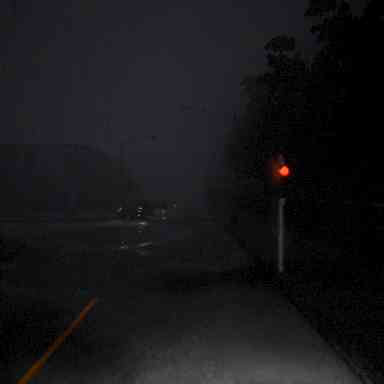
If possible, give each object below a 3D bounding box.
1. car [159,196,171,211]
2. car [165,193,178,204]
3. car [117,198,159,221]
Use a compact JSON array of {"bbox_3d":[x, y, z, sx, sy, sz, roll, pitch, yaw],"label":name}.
[{"bbox_3d":[-4.050,1.546,41.010,1.994,1.385,4.181,0,0,0],"label":"car"},{"bbox_3d":[-3.956,1.196,65.508,2.150,2.045,5.566,0,0,1],"label":"car"},{"bbox_3d":[-4.476,1.340,27.204,2.097,1.767,4.553,0,0,8],"label":"car"}]
